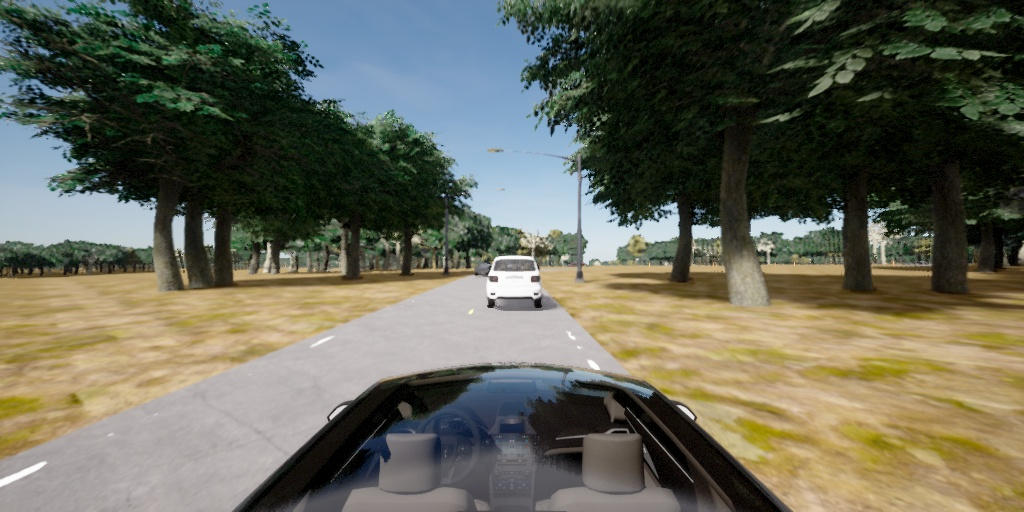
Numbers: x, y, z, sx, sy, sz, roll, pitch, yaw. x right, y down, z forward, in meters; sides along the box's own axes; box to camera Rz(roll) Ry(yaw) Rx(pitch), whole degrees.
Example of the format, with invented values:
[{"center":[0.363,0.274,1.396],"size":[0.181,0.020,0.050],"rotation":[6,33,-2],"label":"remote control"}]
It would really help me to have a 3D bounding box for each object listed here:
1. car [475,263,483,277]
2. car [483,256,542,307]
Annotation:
[{"center":[-2.984,1.529,39.773],"size":[1.882,1.535,5.008],"rotation":[0,-1,2],"label":"car"},{"center":[0.098,1.034,15.948],"size":[2.150,2.045,5.566],"rotation":[0,0,0],"label":"car"}]
